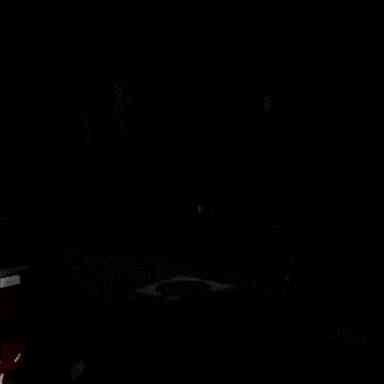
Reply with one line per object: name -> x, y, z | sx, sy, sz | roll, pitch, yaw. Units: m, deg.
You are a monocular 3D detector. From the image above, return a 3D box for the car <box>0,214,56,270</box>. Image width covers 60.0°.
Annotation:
car -> -4.458, 1.321, 6.010 | 5.009, 1.841, 2.192 | 0, 0, 36

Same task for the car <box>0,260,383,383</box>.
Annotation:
car -> 0.156, 1.548, 2.698 | 4.507, 1.381, 1.887 | 0, 0, 36
